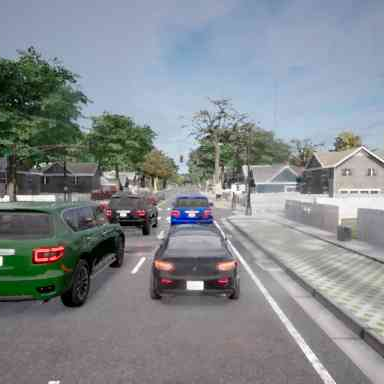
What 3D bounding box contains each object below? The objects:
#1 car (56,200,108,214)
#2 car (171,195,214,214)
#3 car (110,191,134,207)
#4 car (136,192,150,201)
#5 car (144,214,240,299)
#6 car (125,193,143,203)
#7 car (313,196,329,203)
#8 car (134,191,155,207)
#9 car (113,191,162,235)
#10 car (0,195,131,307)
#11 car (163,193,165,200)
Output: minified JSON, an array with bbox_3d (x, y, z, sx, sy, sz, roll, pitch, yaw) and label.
[{"bbox_3d":[-11.160,1.500,33.971,4.718,1.301,1.895,0,1,0],"label":"car"},{"bbox_3d":[0.033,1.159,18.314,2.150,2.045,5.566,0,0,1],"label":"car"},{"bbox_3d":[-9.818,0.888,46.962,2.150,2.045,5.566,0,1,0],"label":"car"},{"bbox_3d":[-9.725,0.853,66.615,2.128,1.511,4.902,0,1,1],"label":"car"},{"bbox_3d":[0.071,1.513,8.281,1.812,1.442,4.674,0,0,0],"label":"car"},{"bbox_3d":[-9.799,1.043,56.641,2.128,1.511,4.902,0,1,0],"label":"car"},{"bbox_3d":[13.299,1.197,34.458,4.902,1.511,2.128,0,1,-2],"label":"car"},{"bbox_3d":[-6.567,0.888,46.907,2.150,2.045,5.566,0,1,0],"label":"car"},{"bbox_3d":[-3.215,1.158,18.441,2.150,2.045,5.566,0,0,1],"label":"car"},{"bbox_3d":[-3.183,1.209,8.089,2.150,2.045,5.566,0,0,1],"label":"car"},{"bbox_3d":[-6.485,0.857,66.436,2.128,1.511,4.902,0,1,1],"label":"car"}]
